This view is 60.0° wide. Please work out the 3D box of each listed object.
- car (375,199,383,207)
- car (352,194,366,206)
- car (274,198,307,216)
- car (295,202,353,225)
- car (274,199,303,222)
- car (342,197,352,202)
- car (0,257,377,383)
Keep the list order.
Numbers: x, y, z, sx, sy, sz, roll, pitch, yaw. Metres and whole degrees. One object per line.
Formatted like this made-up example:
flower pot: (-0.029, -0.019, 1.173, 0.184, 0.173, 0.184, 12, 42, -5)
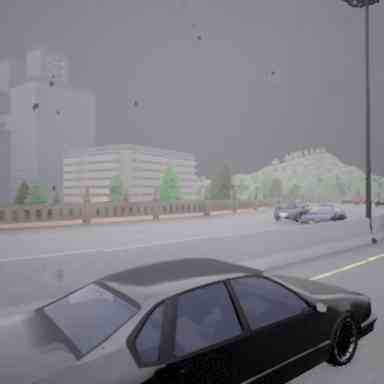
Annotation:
car: (31.672, 1.782, 55.215, 1.895, 1.301, 4.718, -1, 0, 33)
car: (31.532, 1.446, 61.454, 2.150, 2.045, 5.566, -1, 0, 33)
car: (10.640, 1.514, 35.674, 2.097, 1.767, 4.553, -1, -1, 34)
car: (8.801, 1.602, 21.918, 1.812, 1.442, 4.674, 0, 0, 41)
car: (8.317, 1.599, 26.743, 2.128, 1.511, 4.902, 0, 0, 39)
car: (32.571, 1.740, 69.562, 1.882, 1.535, 5.008, -1, 0, 33)
car: (0.140, 1.563, 4.015, 5.357, 1.411, 2.033, 0, 0, -37)
